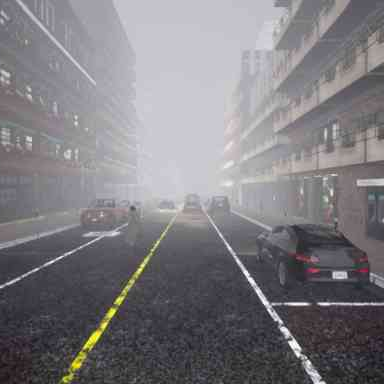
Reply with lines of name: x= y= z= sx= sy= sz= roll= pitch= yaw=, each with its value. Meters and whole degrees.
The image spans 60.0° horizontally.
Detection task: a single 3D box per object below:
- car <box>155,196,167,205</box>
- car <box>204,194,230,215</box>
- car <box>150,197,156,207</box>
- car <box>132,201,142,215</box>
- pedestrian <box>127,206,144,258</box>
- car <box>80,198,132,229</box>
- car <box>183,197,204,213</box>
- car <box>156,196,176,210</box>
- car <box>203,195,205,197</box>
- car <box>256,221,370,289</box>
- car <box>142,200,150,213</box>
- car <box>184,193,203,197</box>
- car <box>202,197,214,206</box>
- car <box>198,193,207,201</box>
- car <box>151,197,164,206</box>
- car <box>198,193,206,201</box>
car: x=-5.711 y=1.518 z=61.439 sx=1.752 sy=1.417 sz=4.829 roll=-1 pitch=0 yaw=0
car: x=2.671 y=1.308 z=33.258 sx=2.192 sy=1.841 sz=5.009 roll=-1 pitch=0 yaw=0
car: x=-5.709 y=1.518 z=50.111 sx=1.752 sy=1.417 sz=4.829 roll=-1 pitch=0 yaw=0
car: x=-5.707 y=1.434 z=27.624 sx=1.967 sy=1.590 sz=4.097 roll=-1 pitch=0 yaw=0
pedestrian: x=-1.954 y=1.291 z=11.440 sx=0.375 sy=1.860 sz=0.375 roll=-1 pitch=1 yaw=-5
car: x=-5.707 y=1.310 z=21.961 sx=2.192 sy=1.841 sz=5.009 roll=-1 pitch=0 yaw=0
car: x=0.080 y=1.557 z=36.608 sx=1.994 sy=1.385 sz=4.181 roll=0 pitch=0 yaw=0
car: x=-3.104 y=1.557 z=42.429 sx=1.994 sy=1.385 sz=4.181 roll=0 pitch=0 yaw=0
car: x=2.672 y=1.559 z=50.249 sx=1.947 sy=1.339 sz=4.313 roll=-1 pitch=0 yaw=0
car: x=2.999 y=1.524 z=9.049 sx=1.812 sy=1.442 sz=4.674 roll=0 pitch=0 yaw=0
car: x=-5.706 y=1.559 z=33.288 sx=1.947 sy=1.339 sz=4.313 roll=-1 pitch=0 yaw=0
car: x=0.038 y=1.214 z=47.423 sx=2.150 sy=2.045 sz=5.566 roll=0 pitch=0 yaw=0
car: x=2.671 y=1.575 z=55.914 sx=1.802 sy=1.307 sz=4.206 roll=-1 pitch=0 yaw=0
car: x=2.662 y=1.311 z=84.233 sx=2.192 sy=1.841 sz=5.009 roll=-1 pitch=0 yaw=0
car: x=-5.710 y=1.518 z=55.775 sx=1.752 sy=1.417 sz=4.829 roll=-1 pitch=0 yaw=0
car: x=2.662 y=1.313 z=89.896 sx=2.192 sy=1.841 sz=5.009 roll=-1 pitch=0 yaw=0
